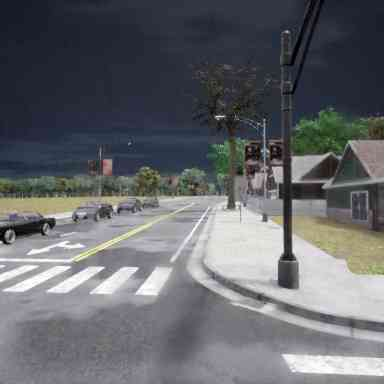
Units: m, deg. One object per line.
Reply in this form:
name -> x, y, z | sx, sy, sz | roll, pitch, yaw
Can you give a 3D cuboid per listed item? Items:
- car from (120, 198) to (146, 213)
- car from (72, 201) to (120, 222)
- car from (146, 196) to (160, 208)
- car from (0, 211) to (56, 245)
car -> -6.683, 1.430, 35.991 | 1.837, 1.490, 4.892 | 0, 0, 5
car -> -7.571, 1.449, 25.785 | 2.128, 1.511, 4.902 | 0, 0, 5
car -> -5.745, 1.410, 46.311 | 1.837, 1.490, 4.892 | 0, 0, 6
car -> -8.444, 1.594, 15.733 | 1.895, 1.301, 4.718 | 0, 0, 5
